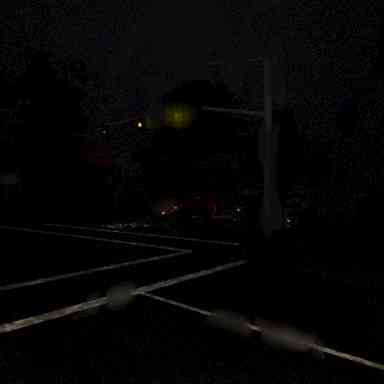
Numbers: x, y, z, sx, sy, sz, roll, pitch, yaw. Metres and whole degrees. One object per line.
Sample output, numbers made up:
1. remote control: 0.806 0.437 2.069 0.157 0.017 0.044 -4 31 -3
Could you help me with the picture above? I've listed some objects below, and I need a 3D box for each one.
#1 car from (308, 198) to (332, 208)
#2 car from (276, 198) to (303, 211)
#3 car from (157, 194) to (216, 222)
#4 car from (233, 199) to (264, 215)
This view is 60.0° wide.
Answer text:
1. car: 18.905 1.601 49.120 1.895 1.301 4.718 0 0 41
2. car: 12.272 1.526 41.512 1.812 1.442 4.674 0 0 41
3. car: -0.337 1.221 27.008 2.150 2.045 5.566 0 0 41
4. car: 6.173 1.491 34.493 2.128 1.511 4.902 0 0 41
